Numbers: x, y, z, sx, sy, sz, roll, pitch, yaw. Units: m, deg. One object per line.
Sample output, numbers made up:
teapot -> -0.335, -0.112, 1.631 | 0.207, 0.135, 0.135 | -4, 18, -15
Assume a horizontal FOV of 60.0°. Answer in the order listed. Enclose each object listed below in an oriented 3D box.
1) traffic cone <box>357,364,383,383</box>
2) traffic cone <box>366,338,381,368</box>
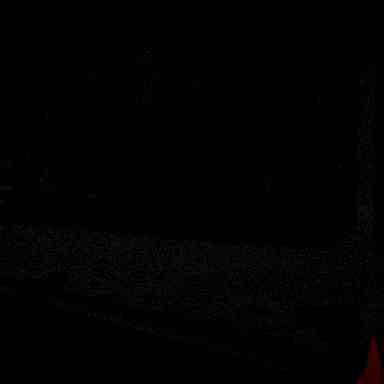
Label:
traffic cone -> 1.691, 2.058, 3.189 | 0.340, 0.580, 0.340 | 0, -1, 31
traffic cone -> 2.206, 2.083, 4.045 | 0.340, 0.580, 0.340 | 0, -1, 31
